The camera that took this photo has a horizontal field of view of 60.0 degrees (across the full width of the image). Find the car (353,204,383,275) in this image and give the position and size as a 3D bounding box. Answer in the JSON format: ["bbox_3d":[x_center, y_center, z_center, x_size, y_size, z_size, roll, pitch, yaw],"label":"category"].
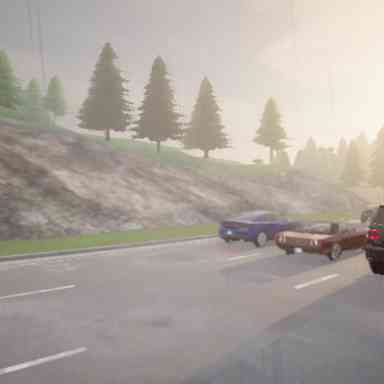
[{"bbox_3d":[7.100,1.311,9.785,5.566,2.045,2.150,2,-1,-42],"label":"car"}]

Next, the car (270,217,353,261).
[{"bbox_3d":[5.320,1.724,12.898,4.718,1.301,1.895,0,-1,-42],"label":"car"}]

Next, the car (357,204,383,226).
[{"bbox_3d":[15.341,1.764,26.969,4.892,1.490,1.837,0,0,-43],"label":"car"}]

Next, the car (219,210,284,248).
[{"bbox_3d":[3.451,1.629,15.925,5.008,1.535,1.882,1,-1,-42],"label":"car"}]
